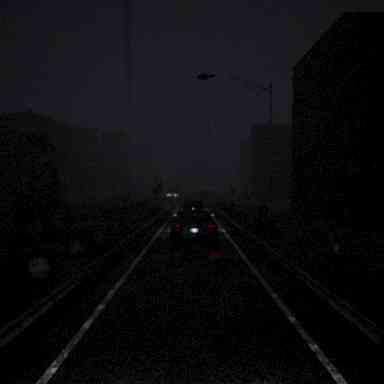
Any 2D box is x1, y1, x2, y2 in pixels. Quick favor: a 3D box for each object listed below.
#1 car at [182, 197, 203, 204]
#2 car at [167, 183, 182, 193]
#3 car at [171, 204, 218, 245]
[{"bbox_3d":[0.097,1.308,33.589,1.837,1.490,4.892,0,0,0],"label":"car"},{"bbox_3d":[-3.826,-0.904,74.057,2.150,2.045,5.566,1,1,14],"label":"car"},{"bbox_3d":[0.097,1.475,15.106,1.994,1.385,4.181,0,0,0],"label":"car"}]
